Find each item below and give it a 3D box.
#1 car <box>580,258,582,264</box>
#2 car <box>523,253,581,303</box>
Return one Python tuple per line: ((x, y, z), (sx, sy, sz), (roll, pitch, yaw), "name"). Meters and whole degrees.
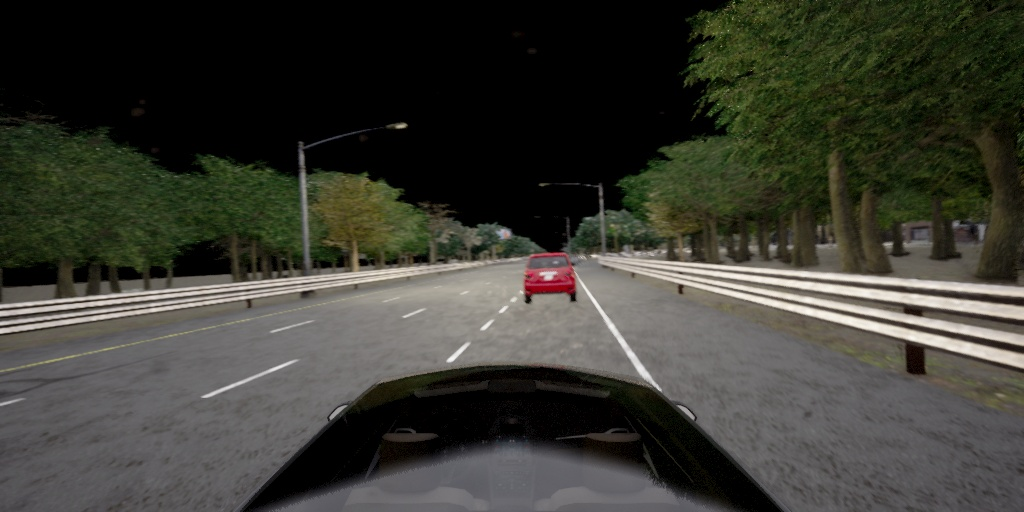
((10.927, 0.816, 62.493), (1.994, 1.385, 4.181), (-3, 0, 22), "car")
((1.787, 0.899, 16.487), (2.150, 2.045, 5.566), (-3, 0, 8), "car")
